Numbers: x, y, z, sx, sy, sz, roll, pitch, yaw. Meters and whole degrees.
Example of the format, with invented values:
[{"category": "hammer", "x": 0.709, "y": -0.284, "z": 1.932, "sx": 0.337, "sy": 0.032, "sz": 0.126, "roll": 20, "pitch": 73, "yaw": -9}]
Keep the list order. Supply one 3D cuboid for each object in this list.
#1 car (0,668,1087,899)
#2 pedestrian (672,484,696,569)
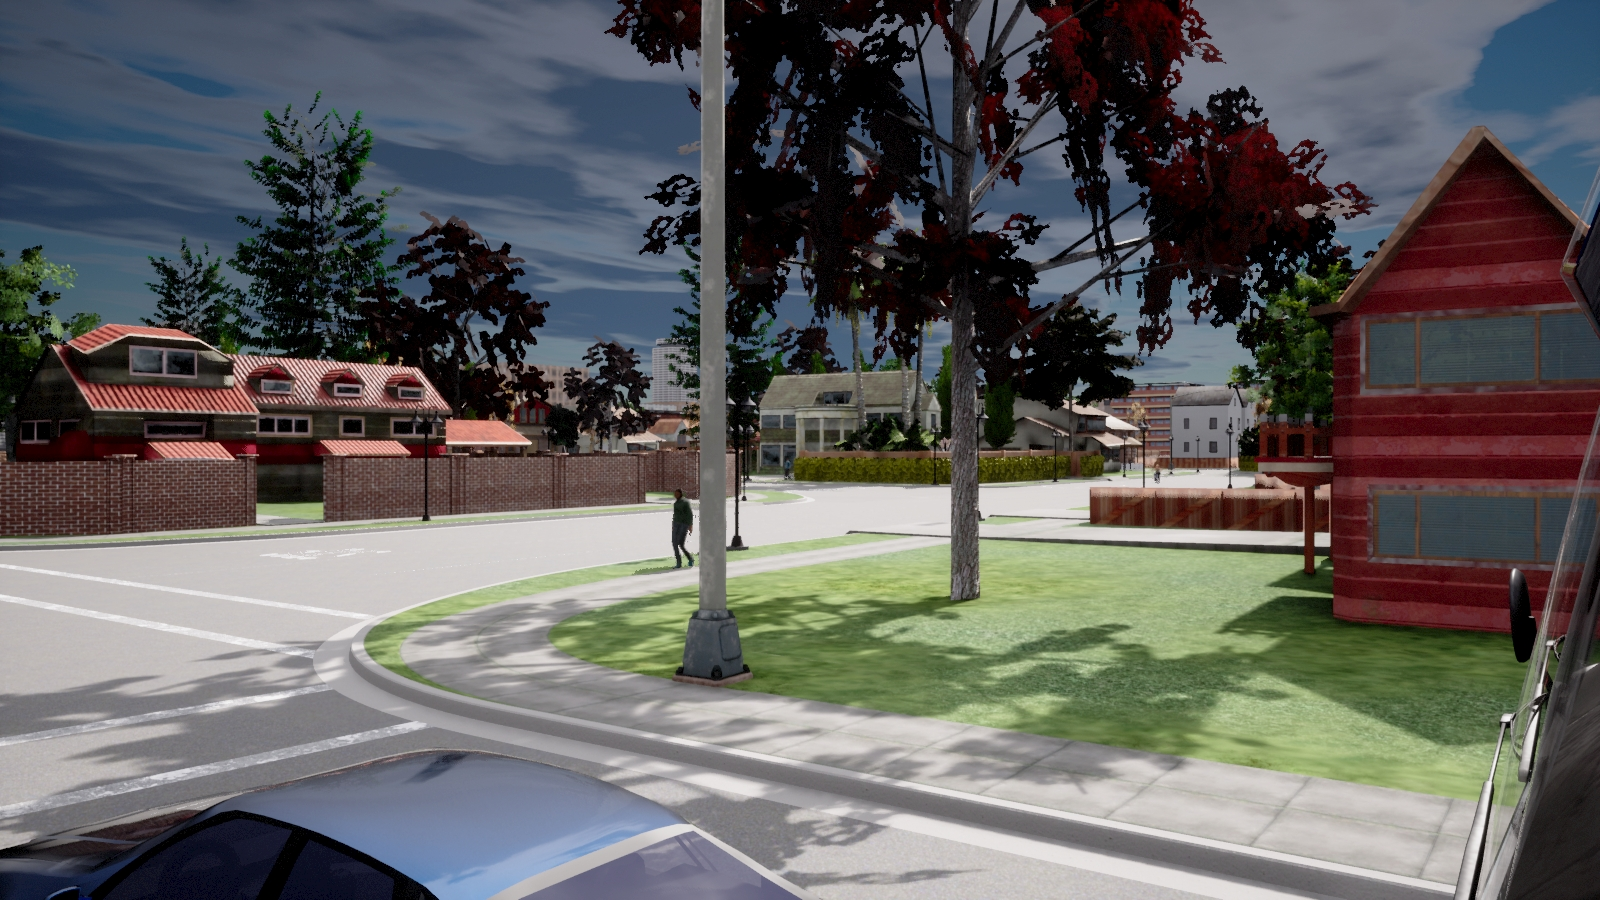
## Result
[{"category": "car", "x": -1.713, "y": 2.106, "z": 4.943, "sx": 5.357, "sy": 1.411, "sz": 2.033, "roll": 0, "pitch": 0, "yaw": 36}, {"category": "pedestrian", "x": -2.601, "y": 1.704, "z": 25.545, "sx": 0.375, "sy": 1.860, "sz": 0.375, "roll": 0, "pitch": 0, "yaw": 35}]
